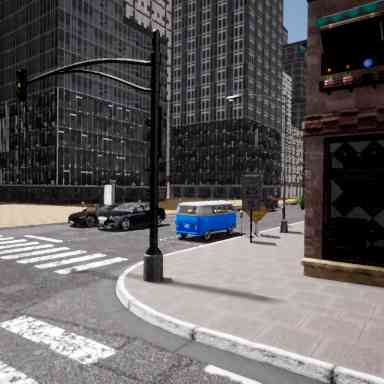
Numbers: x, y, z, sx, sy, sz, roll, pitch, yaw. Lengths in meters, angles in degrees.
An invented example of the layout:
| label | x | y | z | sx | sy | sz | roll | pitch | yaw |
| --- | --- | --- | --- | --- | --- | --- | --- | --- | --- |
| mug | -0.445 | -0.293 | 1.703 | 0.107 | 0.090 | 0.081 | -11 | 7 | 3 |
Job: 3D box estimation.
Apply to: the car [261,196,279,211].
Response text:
| label | x | y | z | sx | sy | sz | roll | pitch | yaw |
| --- | --- | --- | --- | --- | --- | --- | --- | --- | --- |
| car | 7.755 | 1.429 | 36.731 | 1.812 | 1.442 | 4.674 | 1 | 1 | 36 |

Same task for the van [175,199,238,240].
| label | x | y | z | sx | sy | sz | roll | pitch | yaw |
| --- | --- | --- | --- | --- | --- | --- | --- | --- | --- |
| van | 0.836 | 1.368 | 17.018 | 1.690 | 1.788 | 3.998 | 1 | 1 | 35 |

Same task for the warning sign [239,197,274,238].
| label | x | y | z | sx | sy | sz | roll | pitch | yaw |
| --- | --- | --- | --- | --- | --- | --- | --- | --- | --- |
| warning sign | 3.117 | 1.177 | 16.124 | 1.300 | 1.860 | 1.060 | 1 | 1 | 35 |

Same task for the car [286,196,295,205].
| label | x | y | z | sx | sy | sz | roll | pitch | yaw |
| --- | --- | --- | --- | --- | --- | --- | --- | --- | --- |
| car | 16.354 | 1.363 | 53.298 | 1.752 | 1.417 | 4.829 | 1 | 1 | 35 |

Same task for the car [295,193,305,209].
| label | x | y | z | sx | sy | sz | roll | pitch | yaw |
| --- | --- | --- | --- | --- | --- | --- | --- | --- | --- |
| car | 15.419 | 1.159 | 42.093 | 2.150 | 2.045 | 5.566 | 1 | 1 | 36 |

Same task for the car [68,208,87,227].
| label | x | y | z | sx | sy | sz | roll | pitch | yaw |
| --- | --- | --- | --- | --- | --- | --- | --- | --- | --- |
| car | -5.996 | 1.467 | 21.879 | 1.947 | 1.339 | 4.313 | 1 | 1 | 35 |

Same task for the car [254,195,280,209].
| label | x | y | z | sx | sy | sz | roll | pitch | yaw |
| --- | --- | --- | --- | --- | --- | --- | --- | --- | --- |
| car | 10.039 | 1.293 | 44.419 | 1.967 | 1.590 | 4.097 | 1 | 1 | 35 |

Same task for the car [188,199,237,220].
| label | x | y | z | sx | sy | sz | roll | pitch | yaw |
| --- | --- | --- | --- | --- | --- | --- | --- | --- | --- |
| car | 1.861 | 1.426 | 28.451 | 1.837 | 1.490 | 4.892 | 1 | 1 | 36 |

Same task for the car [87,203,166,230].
| label | x | y | z | sx | sy | sz | roll | pitch | yaw |
| --- | --- | --- | --- | --- | --- | --- | --- | --- | --- |
| car | -3.659 | 1.431 | 20.695 | 2.128 | 1.511 | 4.902 | 1 | 1 | 35 |
